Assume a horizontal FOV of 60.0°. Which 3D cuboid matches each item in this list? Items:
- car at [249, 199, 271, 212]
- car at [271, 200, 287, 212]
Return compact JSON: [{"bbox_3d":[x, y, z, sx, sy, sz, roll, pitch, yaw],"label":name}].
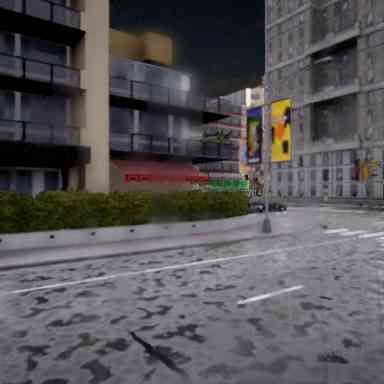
[{"bbox_3d":[5.842,1.441,36.831,2.128,1.511,4.902,0,0,-35],"label":"car"},{"bbox_3d":[8.525,1.490,39.097,2.033,1.411,5.357,0,0,-35],"label":"car"}]
